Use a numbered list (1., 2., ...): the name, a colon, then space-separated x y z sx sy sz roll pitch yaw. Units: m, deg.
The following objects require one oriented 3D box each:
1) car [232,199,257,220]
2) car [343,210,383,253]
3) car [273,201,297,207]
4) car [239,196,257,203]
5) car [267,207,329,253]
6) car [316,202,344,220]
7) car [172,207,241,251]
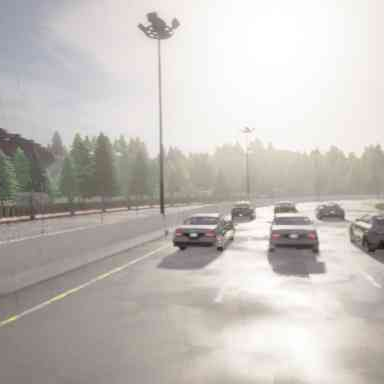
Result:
1. car: 4.589 1.599 29.404 1.837 1.490 4.892 -1 0 15
2. car: 7.562 1.504 13.145 1.994 1.385 4.181 -1 0 15
3. car: 8.025 1.502 28.687 1.882 1.535 5.008 -1 0 15
4. car: 12.711 1.715 74.994 1.837 1.490 4.892 -1 0 38
5. car: 4.087 1.554 13.706 2.033 1.411 5.357 -1 0 15
6. car: 11.361 1.520 27.625 1.994 1.385 4.181 -1 0 15
7. car: 0.702 1.622 14.592 2.033 1.411 5.357 -1 0 15
